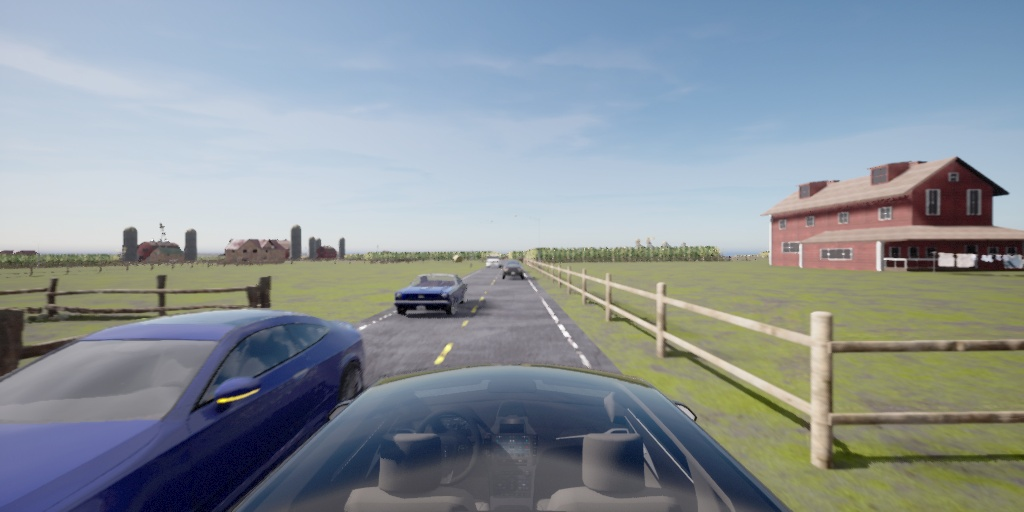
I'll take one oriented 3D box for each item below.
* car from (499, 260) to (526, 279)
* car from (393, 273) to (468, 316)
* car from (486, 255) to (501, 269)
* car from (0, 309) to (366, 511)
[{"bbox_3d":[0.090,1.218,31.254,1.812,1.442,4.674,0,0,0],"label":"car"},{"bbox_3d":[-2.846,1.329,13.458,1.895,1.301,4.718,0,0,0],"label":"car"},{"bbox_3d":[-2.845,0.872,56.243,2.150,2.045,5.566,0,0,0],"label":"car"},{"bbox_3d":[-2.846,1.275,3.093,1.812,1.442,4.674,0,0,0],"label":"car"}]
